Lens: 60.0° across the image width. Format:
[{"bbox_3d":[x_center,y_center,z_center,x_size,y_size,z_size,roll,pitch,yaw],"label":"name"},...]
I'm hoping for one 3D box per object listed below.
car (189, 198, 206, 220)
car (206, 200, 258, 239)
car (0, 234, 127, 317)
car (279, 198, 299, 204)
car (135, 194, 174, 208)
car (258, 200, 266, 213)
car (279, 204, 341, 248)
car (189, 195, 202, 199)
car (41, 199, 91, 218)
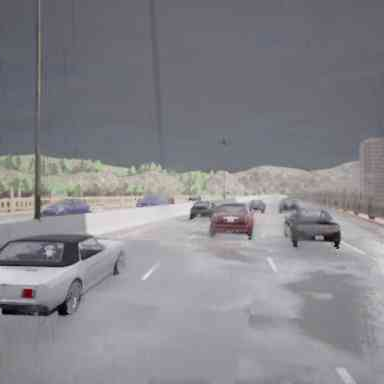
[{"bbox_3d":[1.125,1.526,27.881,1.837,1.490,4.892,0,0,14],"label":"car"},{"bbox_3d":[2.253,1.359,17.684,2.097,1.767,4.553,0,0,12],"label":"car"},{"bbox_3d":[-2.921,1.588,7.443,1.895,1.301,4.718,0,0,5],"label":"car"},{"bbox_3d":[10.740,1.425,36.992,2.097,1.767,4.553,0,0,15],"label":"car"},{"bbox_3d":[-4.172,1.244,36.094,2.150,2.045,5.566,0,0,15],"label":"car"},{"bbox_3d":[7.454,1.614,38.276,2.033,1.411,5.357,0,0,15],"label":"car"},{"bbox_3d":[5.221,1.505,14.852,2.128,1.511,4.902,0,0,10],"label":"car"},{"bbox_3d":[0.660,1.291,67.760,1.882,1.535,5.008,0,0,15],"label":"car"},{"bbox_3d":[-10.161,1.338,27.070,2.097,1.767,4.553,0,0,14],"label":"car"}]
